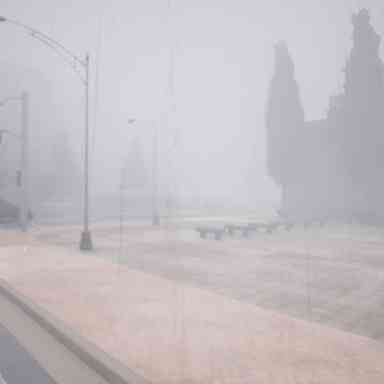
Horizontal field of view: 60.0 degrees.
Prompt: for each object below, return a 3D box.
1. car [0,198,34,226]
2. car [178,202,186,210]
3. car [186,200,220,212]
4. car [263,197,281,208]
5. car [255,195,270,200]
[{"bbox_3d":[-13.267,1.323,21.720,2.150,2.045,5.566,-2,-2,29],"label":"car"},{"bbox_3d":[0.078,1.884,48.492,4.892,1.490,1.837,1,-1,-42],"label":"car"},{"bbox_3d":[1.854,1.890,45.360,4.674,1.442,1.812,1,-1,-43],"label":"car"},{"bbox_3d":[14.559,1.991,56.890,4.181,1.385,1.994,1,-1,-43],"label":"car"},{"bbox_3d":[12.195,1.770,59.472,4.902,1.511,2.128,1,-1,-43],"label":"car"}]
